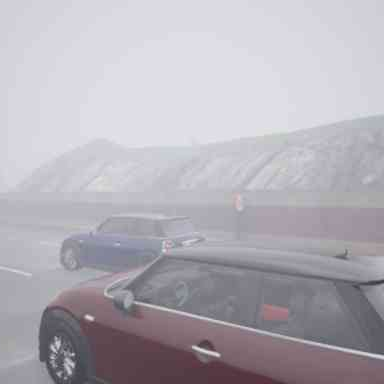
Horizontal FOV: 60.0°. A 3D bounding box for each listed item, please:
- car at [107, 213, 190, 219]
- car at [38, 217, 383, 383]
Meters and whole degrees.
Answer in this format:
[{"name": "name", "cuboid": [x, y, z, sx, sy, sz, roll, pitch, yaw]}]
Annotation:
[{"name": "car", "cuboid": [-1.756, 1.393, 9.547, 4.553, 1.767, 2.097, 0, 0, 35]}, {"name": "car", "cuboid": [0.245, 1.363, 3.825, 4.553, 1.767, 2.097, -1, 0, 35]}]
